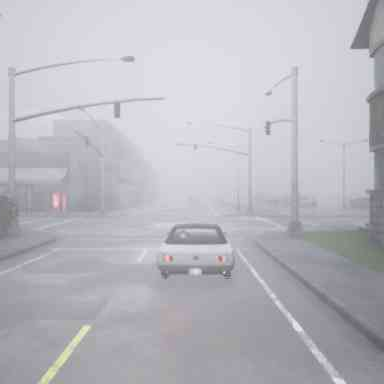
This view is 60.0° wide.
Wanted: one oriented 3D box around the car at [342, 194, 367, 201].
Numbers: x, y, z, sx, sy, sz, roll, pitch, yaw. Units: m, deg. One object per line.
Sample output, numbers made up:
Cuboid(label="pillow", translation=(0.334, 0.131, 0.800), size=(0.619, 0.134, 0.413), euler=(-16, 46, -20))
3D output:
Cuboid(label="car", translation=(39.985, 1.387, 81.802), size=(5.027, 1.636, 2.152), euler=(0, 0, 0))

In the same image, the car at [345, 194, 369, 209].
Cuboid(label="car", translation=(21.545, 1.334, 40.566), size=(4.514, 1.523, 2.007), euler=(0, 0, 0))

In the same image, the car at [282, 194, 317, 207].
Cuboid(label="car", translation=(14.496, 1.270, 44.229), size=(3.806, 1.475, 1.970), euler=(0, 0, 0))

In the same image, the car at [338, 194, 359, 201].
Cuboid(label="car", translation=(39.932, 1.397, 84.939), size=(4.514, 1.523, 2.007), euler=(0, 0, 0))

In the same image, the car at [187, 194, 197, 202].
Cuboid(label="car", translation=(0.012, 1.395, 78.491), size=(2.097, 1.767, 4.553), euler=(0, 0, 0))

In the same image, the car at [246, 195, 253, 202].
Cuboid(label="car", translation=(13.761, 1.146, 66.347), size=(4.605, 1.855, 1.932), euler=(0, 0, 0))

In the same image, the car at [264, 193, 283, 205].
Cuboid(label="car", translation=(14.172, 1.194, 50.647), size=(5.027, 1.636, 2.152), euler=(0, 0, 0))

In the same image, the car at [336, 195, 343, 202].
Cuboid(label="car", translation=(32.310, 1.370, 69.957), size=(3.633, 1.501, 1.845), euler=(0, 0, 0))

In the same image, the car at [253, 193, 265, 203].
Cuboid(label="car", translation=(14.173, 1.124, 63.441), size=(3.866, 1.878, 1.905), euler=(0, 0, 0))

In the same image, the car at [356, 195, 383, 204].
Cuboid(label="car", translation=(32.268, 1.343, 59.964), size=(4.514, 1.523, 2.007), euler=(0, 0, 0))

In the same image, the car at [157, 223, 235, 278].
Cuboid(label="car", translation=(0.147, 1.606, 10.134), size=(1.895, 1.301, 4.718), euler=(0, 0, 1))

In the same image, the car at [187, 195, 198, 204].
Cuboid(label="car", translation=(0.106, 1.386, 67.443), size=(2.097, 1.767, 4.553), euler=(0, 0, 0))

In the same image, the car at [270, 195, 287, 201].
Cuboid(label="car", translation=(21.319, 1.441, 81.950), size=(3.806, 1.475, 1.970), euler=(0, 0, 0))

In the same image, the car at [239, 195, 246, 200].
Cuboid(label="car", translation=(13.898, 1.432, 84.930), size=(3.633, 1.501, 1.845), euler=(0, 0, 0))
